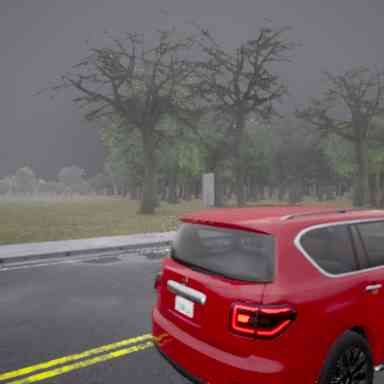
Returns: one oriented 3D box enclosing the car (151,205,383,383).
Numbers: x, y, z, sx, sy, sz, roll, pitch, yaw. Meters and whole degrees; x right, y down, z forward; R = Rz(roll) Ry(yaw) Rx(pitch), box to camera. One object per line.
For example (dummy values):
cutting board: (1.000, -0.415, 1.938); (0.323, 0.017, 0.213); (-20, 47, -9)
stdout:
car: (2.112, 1.206, 4.837); (5.566, 2.045, 2.150); (-1, 0, -35)
